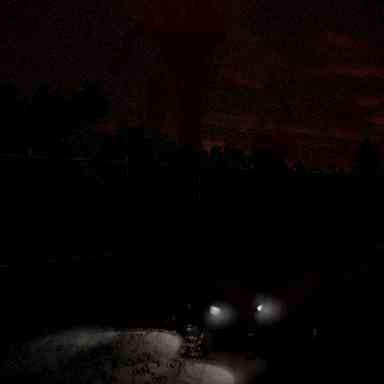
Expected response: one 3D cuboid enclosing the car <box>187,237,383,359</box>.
[{"bbox_3d":[1.974,1.564,6.014,4.181,1.385,1.994,0,0,-36],"label":"car"}]
